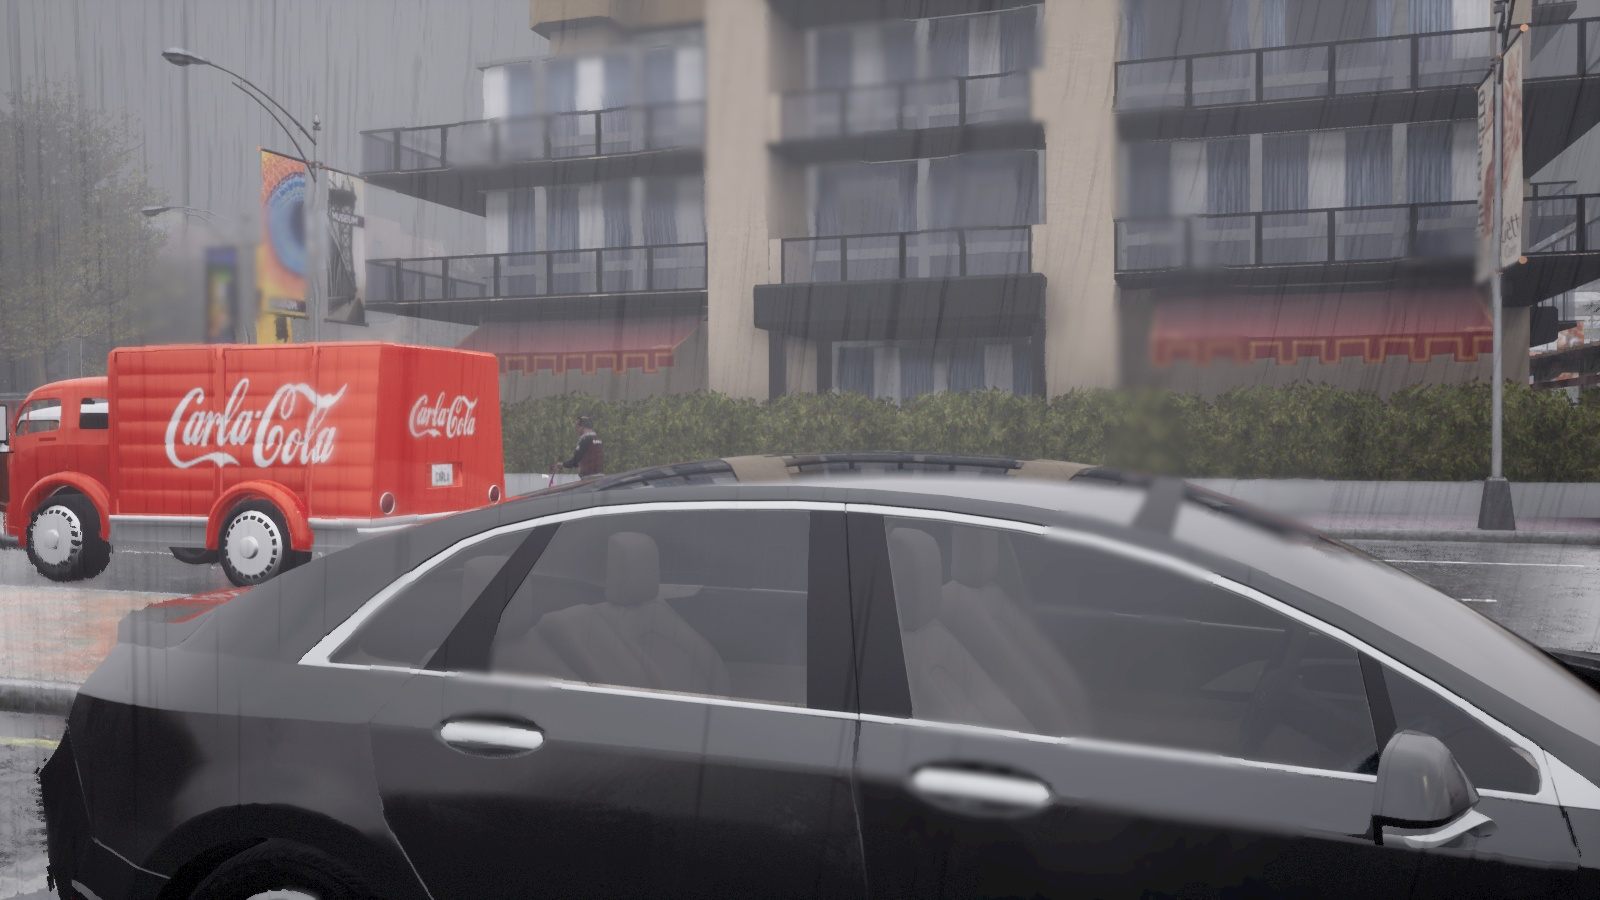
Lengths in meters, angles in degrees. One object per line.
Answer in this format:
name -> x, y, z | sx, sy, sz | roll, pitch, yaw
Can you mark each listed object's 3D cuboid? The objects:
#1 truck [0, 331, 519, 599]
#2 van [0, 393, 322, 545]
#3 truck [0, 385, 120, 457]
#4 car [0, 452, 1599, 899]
truck -> -6.039, 0.099, 13.653 | 5.204, 2.467, 2.627 | 1, 1, 19
van -> -9.596, 0.218, 18.508 | 4.480, 2.038, 2.069 | 1, 1, 19
truck -> -42.201, -1.612, 69.671 | 8.468, 3.827, 2.891 | 1, 1, 19
car -> 0.540, 0.785, 3.011 | 4.892, 1.490, 1.837 | 1, 1, 19
